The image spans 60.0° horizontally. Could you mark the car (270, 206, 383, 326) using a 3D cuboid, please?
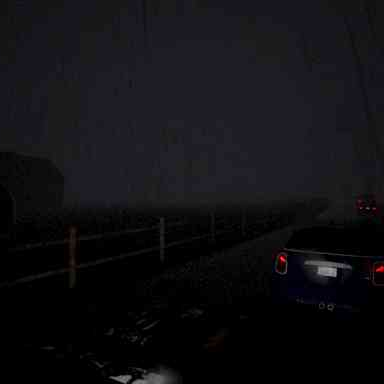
[{"bbox_3d":[3.336,1.358,7.425,2.097,1.767,4.553,0,0,30],"label":"car"}]

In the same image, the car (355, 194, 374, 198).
[{"bbox_3d":[22.408,1.286,43.006,2.150,2.045,5.566,0,0,26],"label":"car"}]

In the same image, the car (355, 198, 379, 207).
[{"bbox_3d":[17.790,1.589,33.676,2.033,1.411,5.357,0,0,28],"label":"car"}]
